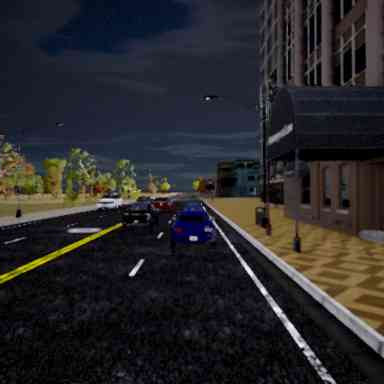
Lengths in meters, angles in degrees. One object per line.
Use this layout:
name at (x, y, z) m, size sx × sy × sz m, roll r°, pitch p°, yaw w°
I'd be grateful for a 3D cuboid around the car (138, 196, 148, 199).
car at (-6.588, 1.297, 45.320) m, size 2.097 × 1.767 × 4.553 m, roll 0°, pitch 0°, yaw 0°

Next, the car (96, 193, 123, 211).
car at (-9.849, 1.174, 40.341) m, size 2.150 × 2.045 × 5.566 m, roll 0°, pitch 0°, yaw 0°

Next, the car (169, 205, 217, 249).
car at (0.069, 1.509, 14.394) m, size 1.812 × 1.442 × 4.674 m, roll 0°, pitch 0°, yaw 0°

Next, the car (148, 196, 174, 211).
car at (-3.156, 1.309, 36.303) m, size 2.097 × 1.767 × 4.553 m, roll 0°, pitch 0°, yaw 0°

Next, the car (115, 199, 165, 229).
car at (-3.154, 1.468, 21.201) m, size 2.128 × 1.511 × 4.902 m, roll 0°, pitch 0°, yaw 0°

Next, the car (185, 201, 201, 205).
car at (0.086, 1.511, 31.214) m, size 2.033 × 1.411 × 5.357 m, roll 0°, pitch 0°, yaw 0°
